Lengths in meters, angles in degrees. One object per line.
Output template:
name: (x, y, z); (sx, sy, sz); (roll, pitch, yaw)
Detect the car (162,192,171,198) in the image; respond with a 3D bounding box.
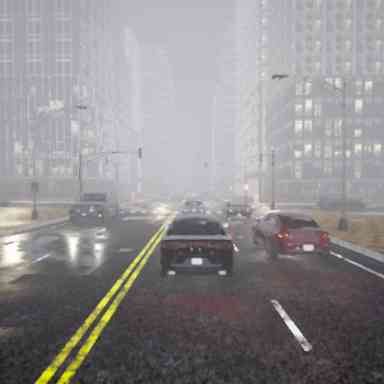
car: (-6.386, 0.688, 82.327); (1.994, 1.385, 4.181); (0, 1, 0)

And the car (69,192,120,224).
car: (-6.523, 0.992, 22.895); (2.150, 2.045, 5.566); (0, 0, 1)

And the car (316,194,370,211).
car: (16.253, 1.159, 36.690); (5.009, 1.841, 2.192); (1, 1, 1)

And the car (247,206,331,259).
car: (3.362, 1.405, 11.891); (1.812, 1.442, 4.674); (0, 1, 0)

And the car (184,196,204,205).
car: (0.136, 1.288, 25.479); (2.033, 1.411, 5.357); (0, 1, 0)

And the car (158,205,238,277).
car: (0.113, 1.378, 9.916); (1.882, 1.535, 5.008); (0, 0, 0)

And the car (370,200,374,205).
car: (21.873, 1.201, 44.969); (4.829, 1.417, 1.752); (1, 1, 1)

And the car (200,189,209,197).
car: (3.372, 0.297, 87.103); (2.150, 2.045, 5.566); (0, 1, 0)

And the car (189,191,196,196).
car: (0.122, 0.550, 87.081); (1.882, 1.535, 5.008); (0, 1, 0)

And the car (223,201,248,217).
car: (3.387, 1.336, 26.008); (1.895, 1.301, 4.718); (0, 1, 0)

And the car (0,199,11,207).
car: (-22.673, 1.064, 37.272); (4.313, 1.339, 1.947); (1, 1, 1)
